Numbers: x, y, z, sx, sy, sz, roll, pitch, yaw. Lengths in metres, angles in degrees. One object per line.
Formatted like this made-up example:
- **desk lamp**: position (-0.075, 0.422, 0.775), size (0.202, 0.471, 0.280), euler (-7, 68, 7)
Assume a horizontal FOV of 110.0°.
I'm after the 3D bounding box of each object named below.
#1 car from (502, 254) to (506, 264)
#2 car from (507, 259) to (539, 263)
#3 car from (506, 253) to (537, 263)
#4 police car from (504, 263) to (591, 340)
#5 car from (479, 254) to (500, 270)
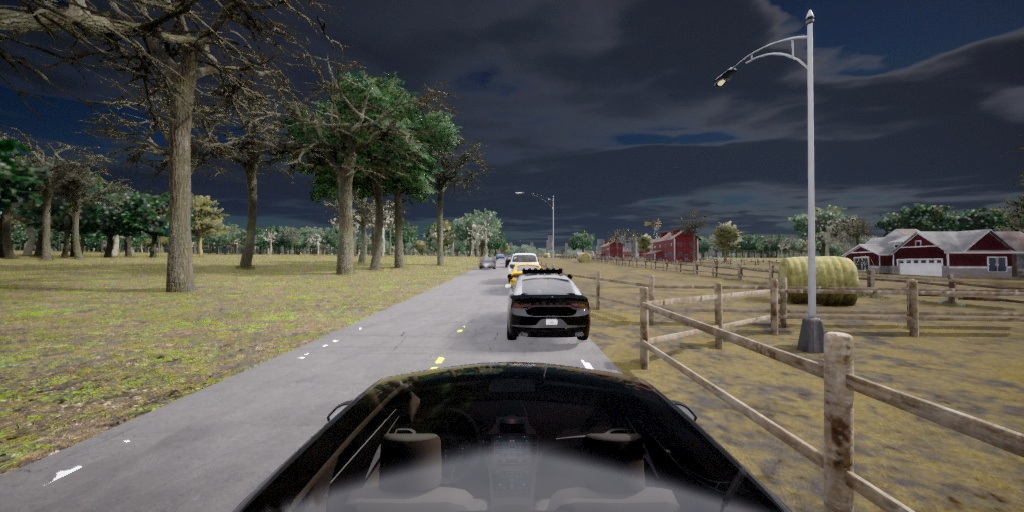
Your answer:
- **car**: position (0.048, 0.747, 49.291), size (1.882, 1.535, 5.008), euler (0, 1, 1)
- **car**: position (0.828, 1.134, 19.921), size (1.882, 1.535, 5.008), euler (0, 1, 0)
- **car**: position (0.829, 0.810, 25.952), size (2.150, 2.045, 5.566), euler (0, 1, 0)
- **police car**: position (0.826, 1.156, 10.030), size (1.930, 1.638, 5.238), euler (0, 0, 0)
- **car**: position (-2.843, 0.865, 42.121), size (2.128, 1.511, 4.902), euler (0, 1, 0)
